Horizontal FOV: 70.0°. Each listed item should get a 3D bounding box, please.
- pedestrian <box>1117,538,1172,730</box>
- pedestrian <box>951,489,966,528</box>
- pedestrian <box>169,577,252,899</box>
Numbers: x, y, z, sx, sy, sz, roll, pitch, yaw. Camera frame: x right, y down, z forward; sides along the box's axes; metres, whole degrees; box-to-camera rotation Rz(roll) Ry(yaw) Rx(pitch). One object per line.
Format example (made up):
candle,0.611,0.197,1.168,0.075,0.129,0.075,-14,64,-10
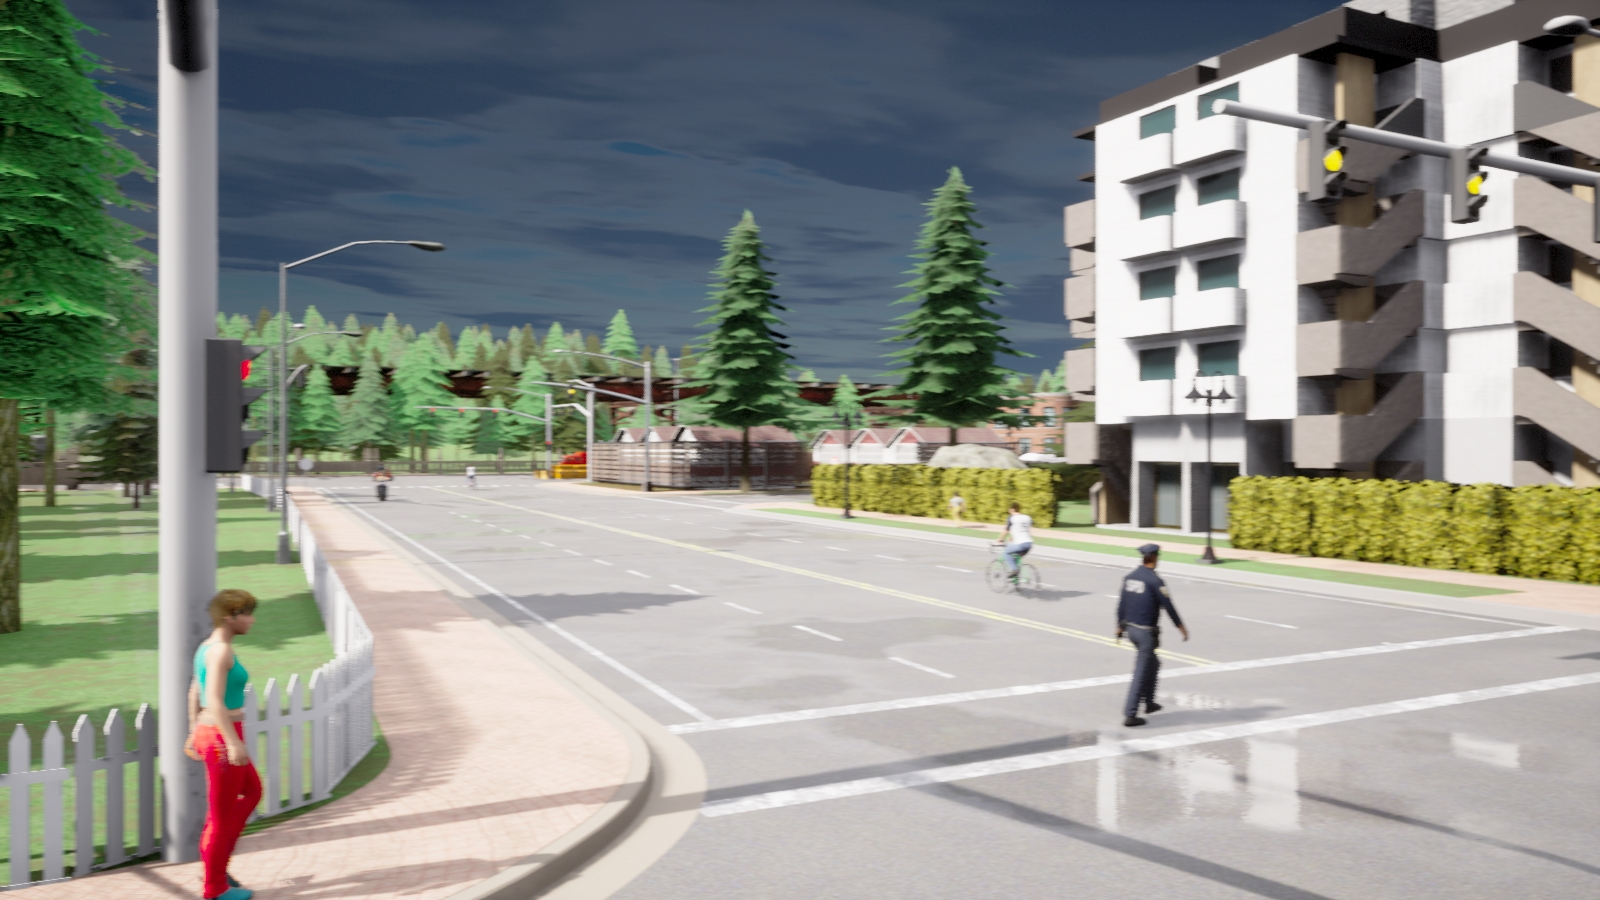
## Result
pedestrian,3.475,1.838,11.530,0.375,1.860,0.375,0,0,-27
pedestrian,5.271,1.941,38.014,0.375,1.300,0.375,0,0,-23
pedestrian,-3.380,1.688,6.547,0.375,1.860,0.375,0,0,-34
